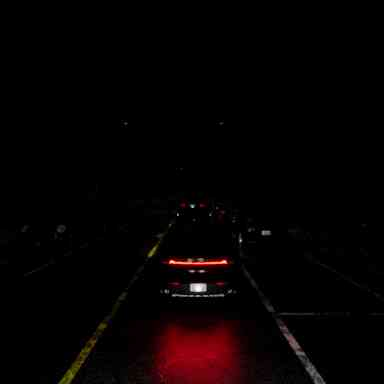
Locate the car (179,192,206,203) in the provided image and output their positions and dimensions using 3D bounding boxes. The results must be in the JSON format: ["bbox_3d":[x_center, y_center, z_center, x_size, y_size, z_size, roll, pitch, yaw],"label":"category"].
[{"bbox_3d":[0.046,1.214,28.486,2.150,2.045,5.566,0,0,0],"label":"car"}]

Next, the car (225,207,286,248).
[{"bbox_3d":[2.774,1.560,14.473,1.947,1.339,4.313,-1,0,0],"label":"car"}]

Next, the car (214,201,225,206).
[{"bbox_3d":[2.793,1.537,25.483,1.887,1.381,4.507,-1,0,0],"label":"car"}]

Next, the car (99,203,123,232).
[{"bbox_3d":[-5.741,1.559,19.992,1.947,1.339,4.313,-1,0,0],"label":"car"}]

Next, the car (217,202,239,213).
[{"bbox_3d":[2.783,1.538,19.978,1.887,1.381,4.507,-1,0,0],"label":"car"}]

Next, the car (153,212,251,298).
[{"bbox_3d":[0.116,1.501,8.503,1.837,1.490,4.892,0,0,0],"label":"car"}]

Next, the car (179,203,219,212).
[{"bbox_3d":[0.123,1.541,18.241,2.033,1.411,5.357,0,0,0],"label":"car"}]

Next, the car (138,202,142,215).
[{"bbox_3d":[-5.723,1.536,31.003,1.887,1.381,4.507,-1,0,0],"label":"car"}]

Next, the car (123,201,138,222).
[{"bbox_3d":[-5.732,1.543,25.497,2.008,1.369,4.403,-1,0,0],"label":"car"}]

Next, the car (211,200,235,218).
[{"bbox_3d":[2.802,1.536,30.988,1.887,1.381,4.507,-1,0,0],"label":"car"}]

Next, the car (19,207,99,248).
[{"bbox_3d":[-5.752,1.435,14.487,1.967,1.590,4.097,-1,0,0],"label":"car"}]
